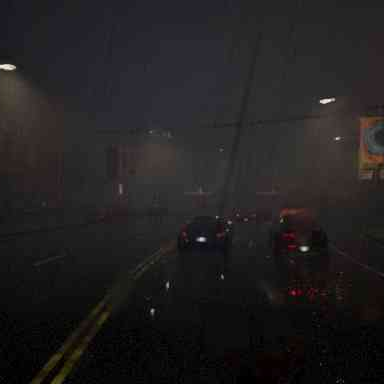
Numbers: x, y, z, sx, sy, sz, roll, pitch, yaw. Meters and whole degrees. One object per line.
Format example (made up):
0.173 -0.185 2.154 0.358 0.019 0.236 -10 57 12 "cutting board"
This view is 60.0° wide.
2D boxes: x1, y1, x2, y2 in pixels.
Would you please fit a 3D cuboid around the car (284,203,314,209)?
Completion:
8.278 1.595 25.857 2.097 1.767 4.553 0 -1 27 "car"

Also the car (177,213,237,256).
0.685 1.697 13.938 1.994 1.385 4.181 0 -1 10 "car"

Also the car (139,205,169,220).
-4.232 1.892 31.421 1.895 1.301 4.718 0 -1 30 "car"

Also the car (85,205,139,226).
-6.397 1.767 26.116 2.002 1.452 4.674 0 -1 20 "car"

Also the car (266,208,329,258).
4.145 1.635 13.410 1.837 1.490 4.892 0 0 10 "car"

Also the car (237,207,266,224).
5.165 1.861 27.461 1.895 1.301 4.718 0 -1 27 "car"
